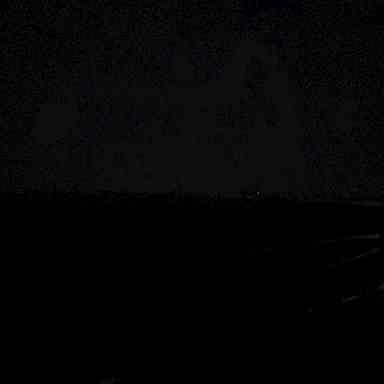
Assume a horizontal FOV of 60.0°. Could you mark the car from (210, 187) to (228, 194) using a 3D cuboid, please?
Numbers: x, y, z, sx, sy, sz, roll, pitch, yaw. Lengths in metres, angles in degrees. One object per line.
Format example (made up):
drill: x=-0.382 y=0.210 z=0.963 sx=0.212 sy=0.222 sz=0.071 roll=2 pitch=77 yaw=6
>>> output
car: x=6.075 y=-0.419 z=74.590 sx=2.128 sy=1.511 sz=4.902 roll=-3 pitch=3 yaw=-35

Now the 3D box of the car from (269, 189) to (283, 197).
car: x=14.722 y=0.118 z=62.359 sx=1.837 sy=1.490 sz=4.892 roll=-3 pitch=4 yaw=-35

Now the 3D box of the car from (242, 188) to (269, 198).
car: x=11.469 y=0.038 z=62.097 sx=2.097 sy=1.767 sz=4.553 roll=-3 pitch=4 yaw=-35
